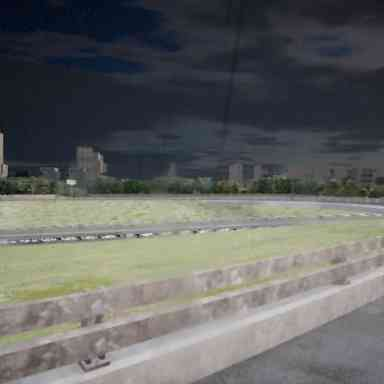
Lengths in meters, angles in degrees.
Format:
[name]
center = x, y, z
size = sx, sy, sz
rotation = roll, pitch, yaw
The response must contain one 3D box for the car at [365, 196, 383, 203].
[car]
center = 42.625, 1.820, 76.525
size = 2.097, 1.767, 4.553
rotation = 0, -1, 2
